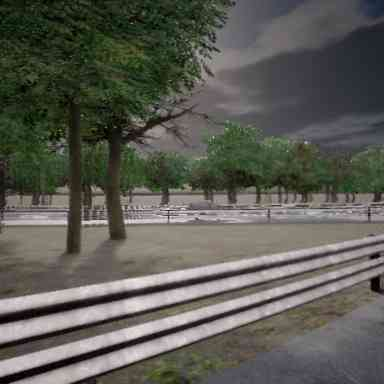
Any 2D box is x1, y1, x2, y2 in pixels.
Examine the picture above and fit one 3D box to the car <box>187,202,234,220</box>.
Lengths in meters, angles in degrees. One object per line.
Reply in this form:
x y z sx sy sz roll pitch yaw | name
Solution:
2.155 2.176 39.155 5.566 2.045 2.150 -1 0 0 | car
